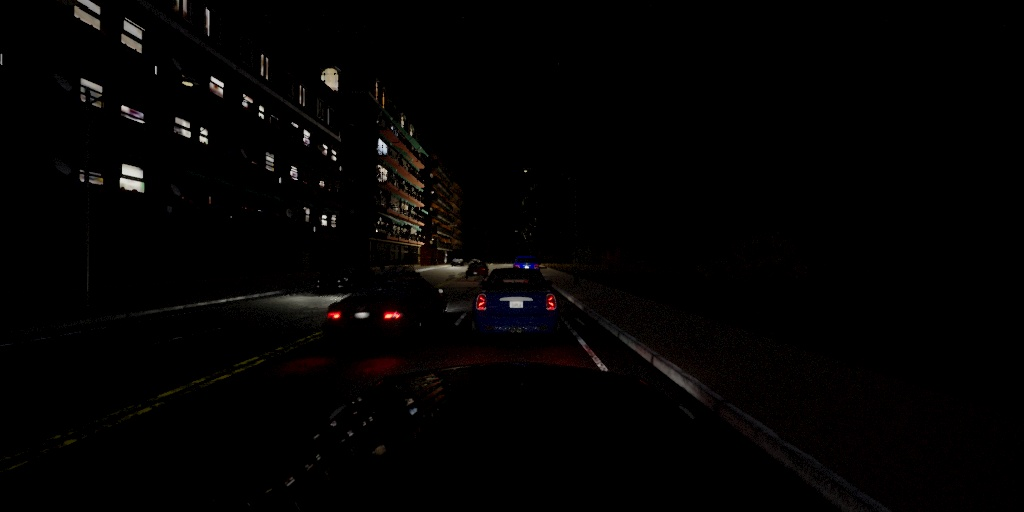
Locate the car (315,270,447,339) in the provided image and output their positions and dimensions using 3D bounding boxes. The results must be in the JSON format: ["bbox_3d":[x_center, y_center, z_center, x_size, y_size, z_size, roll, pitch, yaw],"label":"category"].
[{"bbox_3d":[-3.150,1.298,10.040,2.033,1.411,5.357,0,0,0],"label":"car"}]

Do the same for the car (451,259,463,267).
[{"bbox_3d":[-9.799,1.242,64.418,2.128,1.511,4.902,0,0,0],"label":"car"}]

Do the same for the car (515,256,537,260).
[{"bbox_3d":[1.139,0.979,30.091,2.150,2.045,5.566,0,0,0],"label":"car"}]

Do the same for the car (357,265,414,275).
[{"bbox_3d":[-6.601,1.300,20.569,2.033,1.411,5.357,0,0,0],"label":"car"}]

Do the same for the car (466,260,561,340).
[{"bbox_3d":[0.099,1.103,10.137,2.097,1.767,4.553,0,0,0],"label":"car"}]

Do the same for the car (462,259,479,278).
[{"bbox_3d":[-3.147,1.279,33.179,1.812,1.442,4.674,0,0,0],"label":"car"}]

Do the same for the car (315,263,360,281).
[{"bbox_3d":[-9.849,1.230,21.606,1.882,1.535,5.008,0,0,0],"label":"car"}]
